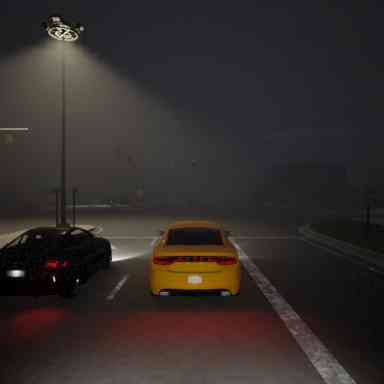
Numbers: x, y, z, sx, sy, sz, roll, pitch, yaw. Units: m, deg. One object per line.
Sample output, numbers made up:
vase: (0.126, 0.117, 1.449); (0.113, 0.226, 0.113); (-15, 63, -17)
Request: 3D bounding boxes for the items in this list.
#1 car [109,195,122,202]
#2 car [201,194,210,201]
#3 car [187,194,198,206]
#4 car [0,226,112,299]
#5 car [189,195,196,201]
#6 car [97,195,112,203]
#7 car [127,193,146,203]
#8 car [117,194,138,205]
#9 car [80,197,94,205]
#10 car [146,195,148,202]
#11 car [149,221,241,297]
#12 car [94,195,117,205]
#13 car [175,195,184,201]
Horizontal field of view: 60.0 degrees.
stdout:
car: (-18.398, 1.500, 80.076); (1.837, 1.490, 4.892); (0, 0, 0)
car: (3.612, 1.588, 87.499); (1.895, 1.301, 4.718); (0, 0, 0)
car: (0.072, 1.526, 56.447); (1.812, 1.442, 4.674); (0, 0, 0)
car: (-3.425, 1.564, 8.522); (1.994, 1.385, 4.181); (0, 0, 0)
car: (0.111, 1.491, 87.057); (1.837, 1.490, 4.892); (0, 0, 0)
car: (-18.411, 1.500, 69.897); (1.837, 1.490, 4.892); (0, 0, 0)
car: (-11.418, 1.352, 68.082); (2.097, 1.767, 4.553); (0, 0, 0)
car: (-11.499, 1.547, 58.964); (2.033, 1.411, 5.357); (0, 0, 0)
car: (-18.484, 1.601, 59.747); (1.895, 1.301, 4.718); (0, 0, 0)
car: (-11.400, 1.500, 78.256); (1.837, 1.490, 4.892); (0, 0, 0)
car: (0.076, 1.478, 8.651); (1.882, 1.535, 5.008); (0, 0, 0)
car: (-15.003, 1.564, 57.764); (1.994, 1.385, 4.181); (0, 0, 0)
car: (-3.388, 1.517, 87.478); (1.812, 1.442, 4.674); (0, 0, 0)
